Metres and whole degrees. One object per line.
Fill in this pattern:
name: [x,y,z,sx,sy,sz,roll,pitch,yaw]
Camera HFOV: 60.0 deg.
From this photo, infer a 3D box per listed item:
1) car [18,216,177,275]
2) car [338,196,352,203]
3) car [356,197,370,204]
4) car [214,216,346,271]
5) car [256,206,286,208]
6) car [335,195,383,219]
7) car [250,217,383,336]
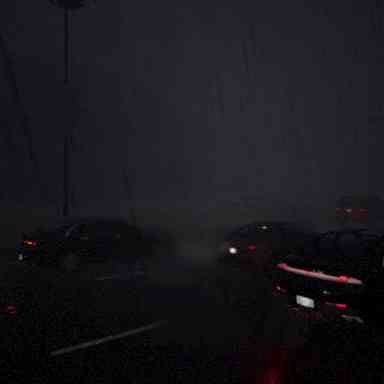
car: [-2.750,1.522,10.568,4.892,1.490,1.837,0,0,-37]
car: [32.448,1.611,70.245,2.033,1.411,5.357,0,0,32]
car: [33.881,1.618,65.864,1.994,1.385,4.181,0,0,32]
car: [2.686,1.577,10.352,4.181,1.385,1.994,0,0,-38]
car: [8.617,1.568,34.513,4.674,1.442,1.812,0,0,-45]
car: [11.860,1.245,22.782,5.566,2.045,2.150,0,0,-43]
car: [3.684,1.499,6.687,4.902,1.511,2.128,0,0,-38]
